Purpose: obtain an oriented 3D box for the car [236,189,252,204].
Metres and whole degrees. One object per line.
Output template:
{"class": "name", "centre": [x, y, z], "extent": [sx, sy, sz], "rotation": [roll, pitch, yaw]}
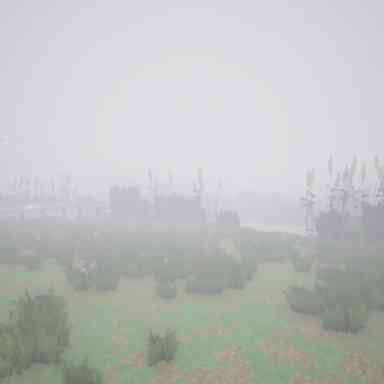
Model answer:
{"class": "car", "centre": [8.407, 0.663, 47.888], "extent": [2.150, 2.045, 5.566], "rotation": [0, -2, 44]}
